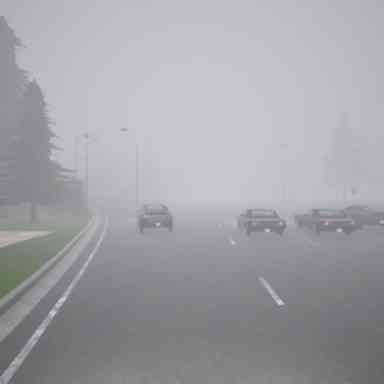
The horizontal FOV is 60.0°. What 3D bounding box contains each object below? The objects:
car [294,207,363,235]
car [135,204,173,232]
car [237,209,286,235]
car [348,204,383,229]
[{"bbox_3d":[7.171,1.562,18.395,1.895,1.301,4.718,0,0,0],"label":"car"},{"bbox_3d":[-2.298,1.462,19.764,2.128,1.511,4.902,0,0,-12],"label":"car"},{"bbox_3d":[3.671,1.566,18.407,1.895,1.301,4.718,0,0,0],"label":"car"},{"bbox_3d":[10.666,1.478,20.973,1.812,1.442,4.674,0,0,0],"label":"car"}]
